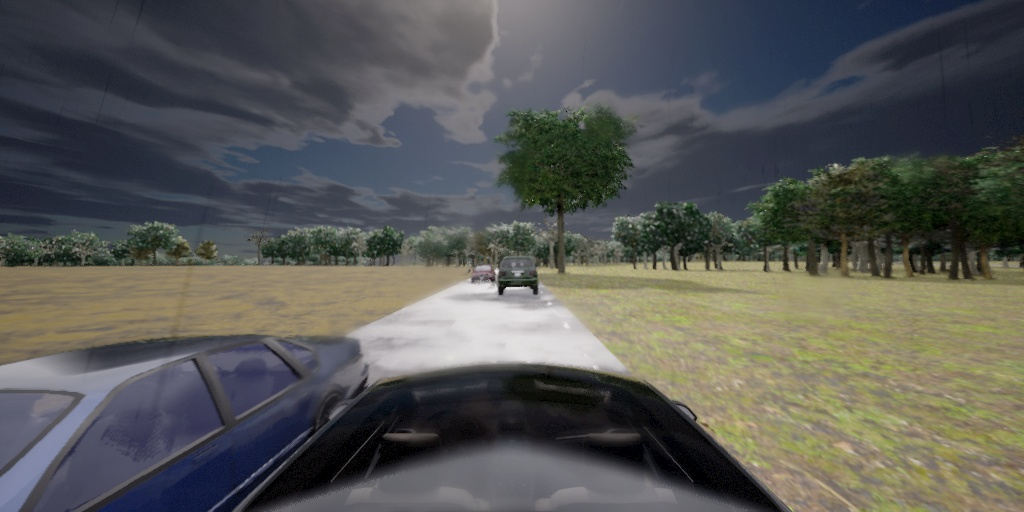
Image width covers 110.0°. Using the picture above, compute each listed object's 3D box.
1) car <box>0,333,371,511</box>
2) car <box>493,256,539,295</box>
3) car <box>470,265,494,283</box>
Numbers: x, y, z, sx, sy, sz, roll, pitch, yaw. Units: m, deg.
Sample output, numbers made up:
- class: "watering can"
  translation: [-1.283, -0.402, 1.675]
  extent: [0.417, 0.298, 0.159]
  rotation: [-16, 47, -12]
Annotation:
- class: "car"
  translation: [-2.785, 1.363, 2.395]
  extent: [2.033, 1.411, 5.357]
  rotation: [-1, 0, 1]
- class: "car"
  translation: [0.351, 1.038, 20.667]
  extent: [2.150, 2.045, 5.566]
  rotation: [-1, 0, 1]
- class: "car"
  translation: [-2.350, 1.473, 30.429]
  extent: [1.812, 1.442, 4.674]
  rotation: [-1, 0, 1]
